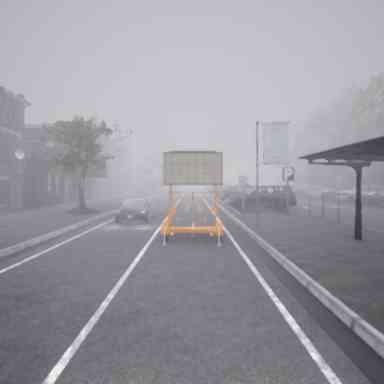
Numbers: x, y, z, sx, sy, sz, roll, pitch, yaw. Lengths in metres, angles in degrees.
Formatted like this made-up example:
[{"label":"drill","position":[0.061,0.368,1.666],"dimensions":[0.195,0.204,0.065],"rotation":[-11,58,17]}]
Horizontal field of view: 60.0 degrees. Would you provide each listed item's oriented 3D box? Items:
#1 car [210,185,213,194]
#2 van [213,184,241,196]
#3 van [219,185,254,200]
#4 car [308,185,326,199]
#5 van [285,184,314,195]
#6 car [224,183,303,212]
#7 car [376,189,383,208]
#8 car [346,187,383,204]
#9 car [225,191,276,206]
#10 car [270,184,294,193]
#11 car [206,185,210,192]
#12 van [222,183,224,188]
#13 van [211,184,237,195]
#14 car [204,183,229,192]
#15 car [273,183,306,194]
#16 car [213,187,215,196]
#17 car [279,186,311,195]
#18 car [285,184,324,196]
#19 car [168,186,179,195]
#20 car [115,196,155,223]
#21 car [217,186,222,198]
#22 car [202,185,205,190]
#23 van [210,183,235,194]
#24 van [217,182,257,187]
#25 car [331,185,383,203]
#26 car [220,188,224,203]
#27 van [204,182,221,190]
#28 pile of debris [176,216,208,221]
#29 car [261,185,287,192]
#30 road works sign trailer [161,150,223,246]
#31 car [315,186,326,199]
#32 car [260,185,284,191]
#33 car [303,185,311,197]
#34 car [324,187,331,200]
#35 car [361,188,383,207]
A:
[{"label":"car","position":[5.706,-0.010,52.432],"dimensions":[4.892,1.521,2.231],"rotation":[0,2,0]},{"label":"van","position":[5.812,-0.333,55.230],"dimensions":[4.442,1.987,1.878],"rotation":[0,2,0]},{"label":"van","position":[5.828,0.036,44.016],"dimensions":[4.442,1.987,1.878],"rotation":[0,2,0]},{"label":"car","position":[18.974,0.237,44.745],"dimensions":[5.366,1.575,1.946],"rotation":[0,2,0]},{"label":"van","position":[18.887,-0.455,58.612],"dimensions":[4.442,1.987,1.878],"rotation":[0,2,0]},{"label":"car","position":[5.706,0.498,27.200],"dimensions":[5.566,2.045,2.435],"rotation":[0,2,0]},{"label":"car","position":[18.819,0.726,28.095],"dimensions":[4.892,1.521,2.231],"rotation":[0,2,0]},{"label":"car","position":[18.810,0.565,33.644],"dimensions":[5.008,1.535,2.097],"rotation":[0,2,0]},{"label":"car","position":[5.729,0.629,32.813],"dimensions":[4.674,1.452,2.002],"rotation":[0,2,0]},{"label":"car","position":[18.786,-0.759,69.712],"dimensions":[4.553,1.767,2.185],"rotation":[0,2,0]},{"label":"car","position":[5.663,-0.460,58.028],"dimensions":[5.566,2.045,2.435],"rotation":[0,2,0]},{"label":"van","position":[5.840,0.283,35.607],"dimensions":[4.442,1.987,1.878],"rotation":[0,2,0]},{"label":"van","position":[5.804,-0.537,60.831],"dimensions":[4.442,1.987,1.878],"rotation":[0,2,0]},{"label":"car","position":[5.636,-1.175,77.639],"dimensions":[5.566,2.045,2.435],"rotation":[0,2,0]},{"label":"car","position":[18.791,-0.682,64.158],"dimensions":[5.566,2.045,2.435],"rotation":[0,2,0]},{"label":"car","position":[5.736,0.206,46.825],"dimensions":[4.792,1.488,2.163],"rotation":[0,2,0]},{"label":"car","position":[18.952,-0.333,61.393],"dimensions":[5.366,1.575,1.946],"rotation":[0,2,0]},{"label":"car","position":[18.803,-0.379,55.837],"dimensions":[5.566,2.045,2.435],"rotation":[0,2,0]},{"label":"car","position":[-3.301,-0.286,60.335],"dimensions":[1.837,1.490,4.892],"rotation":[0,2,1]},{"label":"car","position":[-3.350,0.992,20.142],"dimensions":[1.812,1.442,4.674],"rotation":[0,2,0]},{"label":"car","position":[5.714,0.428,38.416],"dimensions":[5.008,1.535,2.097],"rotation":[0,2,0]},{"label":"car","position":[5.639,-1.073,74.838],"dimensions":[5.566,2.045,2.435],"rotation":[0,2,0]},{"label":"van","position":[5.800,-0.639,63.633],"dimensions":[4.442,1.987,1.878],"rotation":[0,2,0]},{"label":"van","position":[5.598,0.121,41.215],"dimensions":[4.442,1.987,1.878],"rotation":[0,2,0]},{"label":"car","position":[18.773,0.235,36.412],"dimensions":[5.566,2.045,2.435],"rotation":[0,2,0]},{"label":"car","position":[5.545,0.666,30.009],"dimensions":[5.366,1.575,1.946],"rotation":[0,2,0]},{"label":"van","position":[5.532,-1.559,88.845],"dimensions":[4.442,1.987,1.878],"rotation":[0,2,0]},{"label":"pile of debris","position":[0.001,1.622,20.512],"dimensions":[1.860,0.140,1.500],"rotation":[0,2,0]},{"label":"car","position":[18.562,-0.839,75.262],"dimensions":[5.366,1.575,1.946],"rotation":[0,2,0]},{"label":"road works sign trailer","position":[0.046,0.122,13.421],"dimensions":[2.380,3.560,2.880],"rotation":[0,2,2]},{"label":"car","position":[18.788,0.325,41.969],"dimensions":[5.008,1.535,2.097],"rotation":[0,2,0]},{"label":"car","position":[18.749,-0.936,78.038],"dimensions":[4.892,1.521,2.231],"rotation":[0,2,0]},{"label":"car","position":[18.756,0.186,47.516],"dimensions":[4.792,1.488,2.163],"rotation":[0,2,0]},{"label":"car","position":[18.791,0.408,39.192],"dimensions":[4.892,1.521,2.231],"rotation":[0,2,0]},{"label":"car","position":[18.814,0.645,30.869],"dimensions":[5.008,1.535,2.097],"rotation":[0,2,0]}]
